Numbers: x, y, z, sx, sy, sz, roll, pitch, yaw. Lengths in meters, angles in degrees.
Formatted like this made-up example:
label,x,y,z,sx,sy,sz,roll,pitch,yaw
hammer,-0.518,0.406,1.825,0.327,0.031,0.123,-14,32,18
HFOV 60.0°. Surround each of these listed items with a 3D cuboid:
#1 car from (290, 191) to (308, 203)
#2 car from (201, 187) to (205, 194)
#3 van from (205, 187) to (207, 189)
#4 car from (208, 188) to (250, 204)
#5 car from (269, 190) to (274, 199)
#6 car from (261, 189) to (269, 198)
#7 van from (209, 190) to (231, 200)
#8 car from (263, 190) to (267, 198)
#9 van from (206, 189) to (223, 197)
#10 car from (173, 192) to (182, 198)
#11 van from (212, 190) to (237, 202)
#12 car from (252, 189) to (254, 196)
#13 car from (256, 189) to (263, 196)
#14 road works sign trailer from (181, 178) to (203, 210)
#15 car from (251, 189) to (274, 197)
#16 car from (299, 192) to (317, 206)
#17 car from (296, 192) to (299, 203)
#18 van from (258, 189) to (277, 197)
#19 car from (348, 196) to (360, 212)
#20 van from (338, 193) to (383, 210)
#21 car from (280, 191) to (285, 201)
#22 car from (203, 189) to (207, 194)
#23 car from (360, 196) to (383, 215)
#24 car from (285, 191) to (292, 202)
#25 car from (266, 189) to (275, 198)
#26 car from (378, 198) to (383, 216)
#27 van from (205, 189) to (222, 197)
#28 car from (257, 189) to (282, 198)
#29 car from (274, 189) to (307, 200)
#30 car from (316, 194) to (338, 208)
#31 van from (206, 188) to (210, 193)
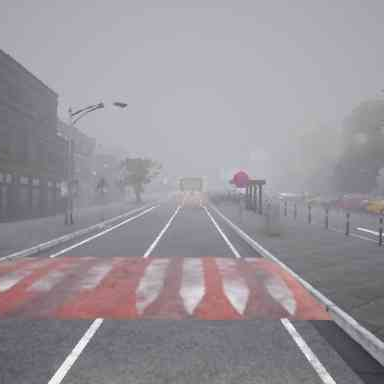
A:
label,x,y,z,sx,sy,sz,roll,pitch,yaw
car,18.820,1.059,53.077,4.892,1.521,2.231,0,1,0
car,5.665,0.283,83.024,5.566,2.045,2.435,0,1,0
van,5.813,0.372,80.225,4.442,1.987,1.878,0,1,0
car,5.707,0.819,52.186,5.566,2.045,2.435,0,1,0
car,18.789,0.848,66.956,5.008,1.535,2.097,0,1,0
car,18.812,0.729,75.287,4.792,1.488,2.163,0,1,0
van,5.828,0.587,69.007,4.442,1.987,1.878,0,1,0
car,18.757,0.785,72.504,4.792,1.488,2.163,0,1,0
van,5.805,0.245,85.829,4.442,1.987,1.878,0,1,0
car,-3.251,0.662,75.914,1.812,1.442,4.674,0,1,0
van,5.840,0.719,60.596,4.442,1.987,1.878,0,1,0
car,18.954,0.456,86.387,5.366,1.575,1.946,0,1,0
car,18.751,0.392,78.056,5.566,2.045,2.435,0,1,0
road works sign trailer,-0.042,0.193,38.414,2.380,3.560,2.880,-1,2,0
car,18.793,0.145,89.157,5.566,2.045,2.435,0,1,0
car,18.635,1.137,47.527,5.366,1.575,1.946,0,1,0
car,18.846,1.128,50.303,4.792,1.488,2.163,0,1,0
van,18.888,0.296,83.608,4.442,1.987,1.878,0,1,0
car,18.837,1.388,33.653,4.674,1.452,2.002,0,1,0
van,18.953,1.080,36.423,4.442,1.987,1.878,0,1,0
car,18.811,0.975,58.629,5.008,1.535,2.097,0,1,0
car,5.707,0.657,77.423,4.892,1.521,2.231,0,1,0
car,18.839,1.389,30.875,5.008,1.535,2.097,0,1,0
car,18.815,1.016,55.853,5.008,1.535,2.097,0,1,0
car,18.975,0.799,69.733,5.366,1.575,1.946,0,1,0
car,18.846,1.472,28.101,4.674,1.452,2.002,0,1,0
van,5.802,0.181,88.631,4.442,1.987,1.878,0,1,0
car,18.804,0.334,80.832,5.566,2.045,2.435,0,1,0
car,18.773,0.682,61.400,5.566,2.045,2.435,0,1,0
car,18.800,1.253,41.977,4.792,1.488,2.163,0,1,0
van,5.599,0.634,66.205,4.442,1.987,1.878,0,1,0
